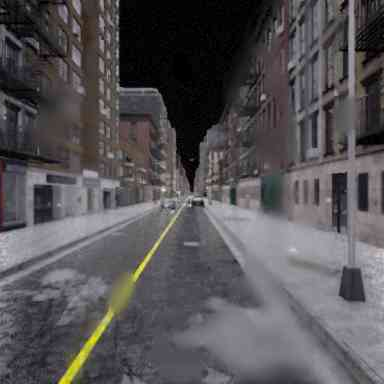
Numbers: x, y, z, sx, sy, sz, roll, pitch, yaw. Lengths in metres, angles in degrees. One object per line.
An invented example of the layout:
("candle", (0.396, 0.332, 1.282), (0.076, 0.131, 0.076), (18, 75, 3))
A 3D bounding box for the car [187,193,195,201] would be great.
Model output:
("car", (-0.015, 1.269, 85.966), (2.150, 2.045, 5.566), (0, 0, 0))

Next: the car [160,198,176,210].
("car", (-3.080, 1.553, 42.906), (2.128, 1.511, 4.902), (0, 0, 0))

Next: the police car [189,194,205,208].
("police car", (0.892, 1.504, 50.484), (1.930, 1.638, 5.238), (0, 0, 0))

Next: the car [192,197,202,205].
("car", (0.891, 1.635, 60.375), (1.812, 1.442, 4.674), (0, 0, 0))

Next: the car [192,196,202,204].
("car", (0.890, 1.610, 66.376), (1.882, 1.535, 5.008), (0, 0, 0))
